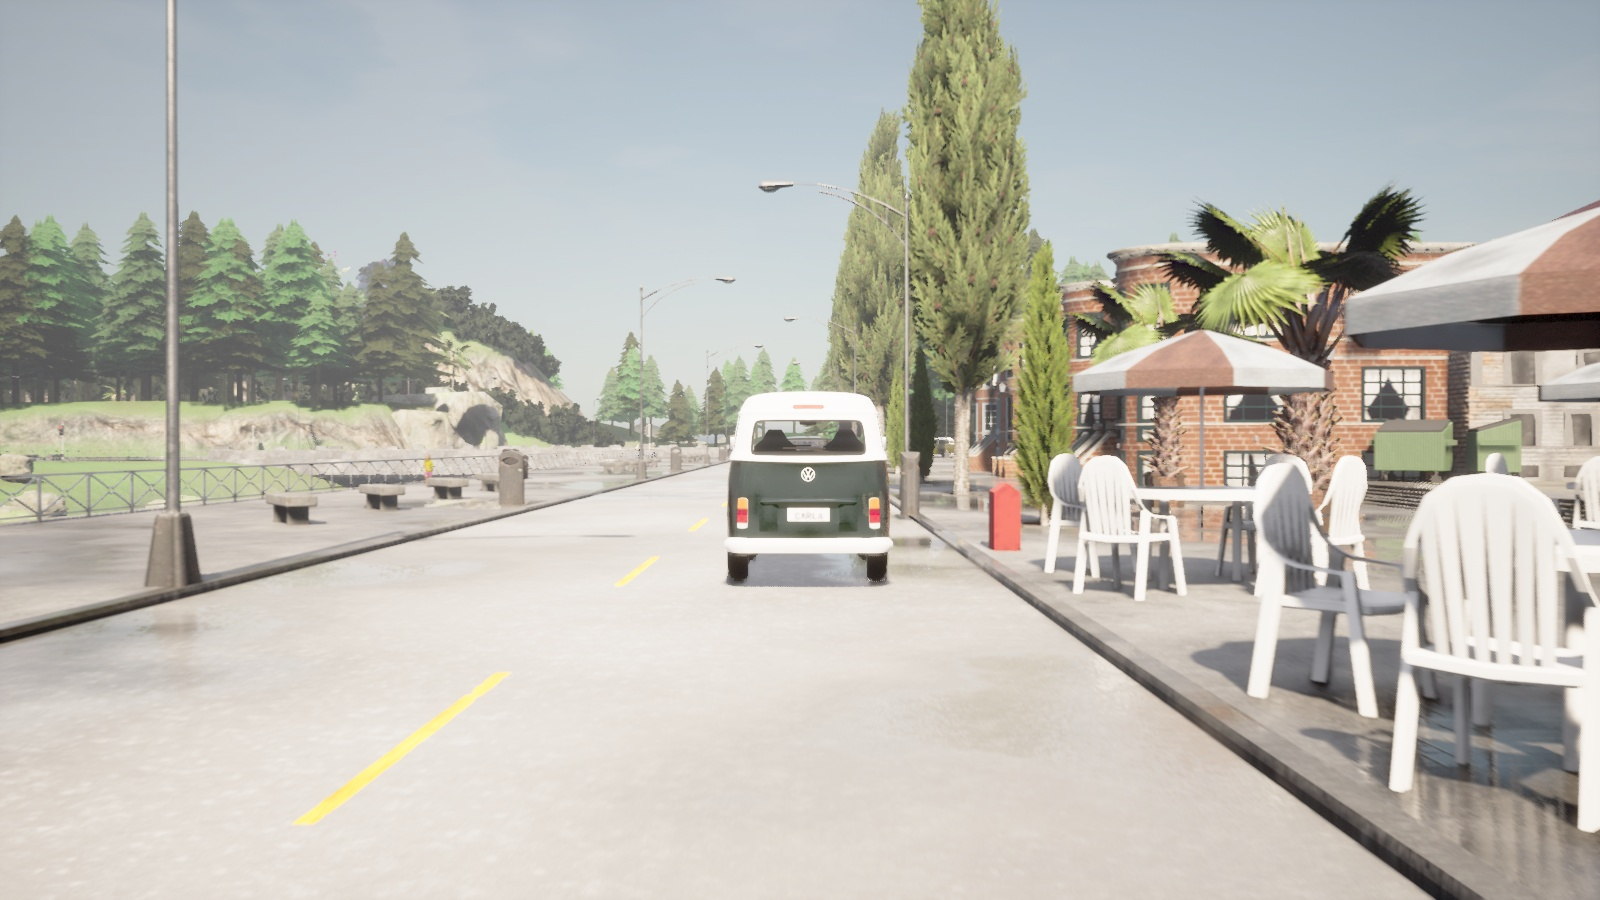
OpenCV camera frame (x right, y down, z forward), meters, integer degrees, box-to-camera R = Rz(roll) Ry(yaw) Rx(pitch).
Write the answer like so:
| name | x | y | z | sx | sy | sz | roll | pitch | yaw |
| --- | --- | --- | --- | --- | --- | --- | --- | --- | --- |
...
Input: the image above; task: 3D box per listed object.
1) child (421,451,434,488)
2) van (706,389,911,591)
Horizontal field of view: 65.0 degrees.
| name | x | y | z | sx | sy | sz | roll | pitch | yaw |
| --- | --- | --- | --- | --- | --- | --- | --- | --- | --- |
| child | -11.626 | 0.613 | 39.213 | 0.299 | 1.160 | 0.473 | 0 | 0 | -2 |
| van | 0.098 | 0.387 | 14.914 | 2.069 | 2.038 | 4.480 | 0 | 0 | 0 |
